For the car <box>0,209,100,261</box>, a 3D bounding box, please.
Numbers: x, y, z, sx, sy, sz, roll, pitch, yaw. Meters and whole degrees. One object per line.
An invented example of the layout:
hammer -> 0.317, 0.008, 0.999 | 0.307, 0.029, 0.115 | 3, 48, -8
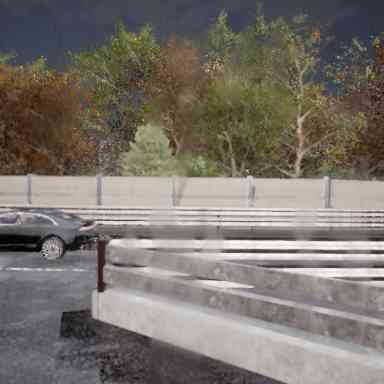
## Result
car -> -5.561, 1.312, 10.946 | 4.902, 1.511, 2.128 | 1, 1, 1
